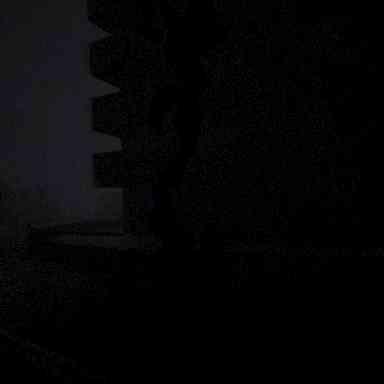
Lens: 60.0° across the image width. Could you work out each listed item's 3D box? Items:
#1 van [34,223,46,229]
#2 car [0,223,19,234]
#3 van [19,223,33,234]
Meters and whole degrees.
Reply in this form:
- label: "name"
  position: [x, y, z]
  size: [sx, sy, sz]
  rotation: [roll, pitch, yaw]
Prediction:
- label: "van"
  position: [-31.412, 7.098, 64.464]
  size: [4.442, 1.987, 1.878]
  rotation: [-2, -7, 6]
- label: "car"
  position: [-34.364, 6.726, 59.058]
  size: [5.366, 1.575, 1.946]
  rotation: [-2, -7, 6]
- label: "van"
  position: [-32.739, 6.797, 61.759]
  size: [4.442, 1.987, 1.878]
  rotation: [-2, -7, 6]
